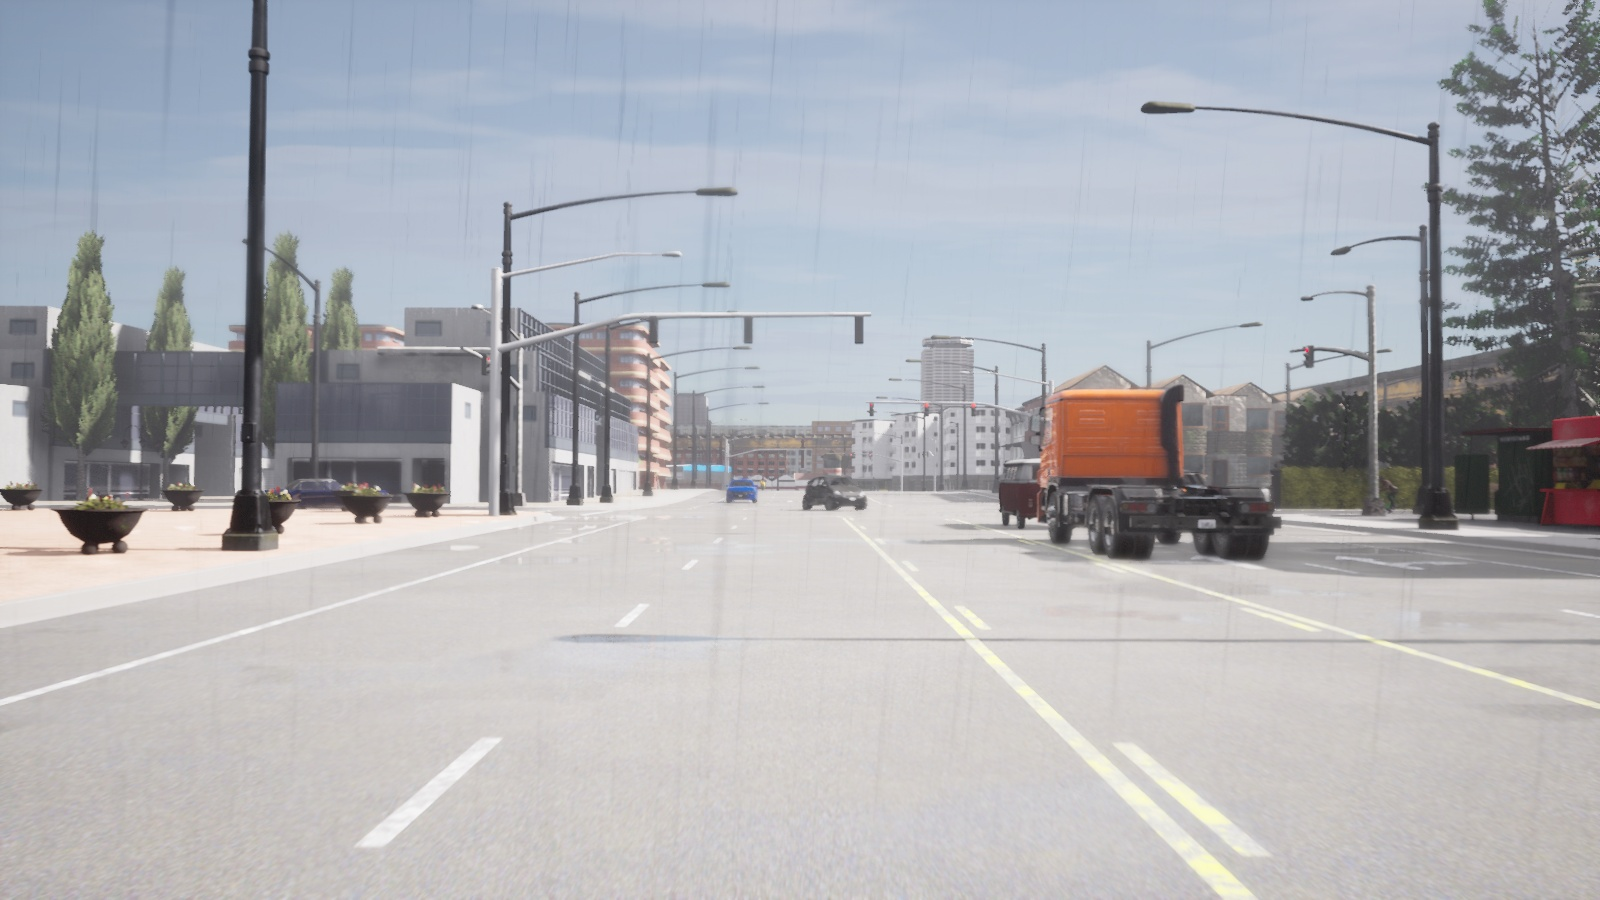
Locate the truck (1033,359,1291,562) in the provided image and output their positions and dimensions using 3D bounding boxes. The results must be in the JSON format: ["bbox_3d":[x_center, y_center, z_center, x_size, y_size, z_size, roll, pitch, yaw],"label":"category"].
[{"bbox_3d":[6.936,0.238,25.485,2.891,3.462,7.936,0,-1,0],"label":"truck"}]

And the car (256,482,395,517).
[{"bbox_3d":[-18.479,1.932,49.024,4.718,1.301,1.895,0,-2,0],"label":"car"}]

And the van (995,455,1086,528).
[{"bbox_3d":[6.911,1.190,36.558,1.775,1.987,4.442,0,-1,0],"label":"van"}]

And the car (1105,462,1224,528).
[{"bbox_3d":[10.413,1.272,36.226,2.097,1.767,4.553,0,-1,0],"label":"car"}]

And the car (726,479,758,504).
[{"bbox_3d":[-3.690,2.654,80.740,1.882,1.535,5.008,0,-1,0],"label":"car"}]

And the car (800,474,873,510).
[{"bbox_3d":[1.649,1.923,57.722,1.851,1.617,3.988,0,-2,-23],"label":"car"}]
